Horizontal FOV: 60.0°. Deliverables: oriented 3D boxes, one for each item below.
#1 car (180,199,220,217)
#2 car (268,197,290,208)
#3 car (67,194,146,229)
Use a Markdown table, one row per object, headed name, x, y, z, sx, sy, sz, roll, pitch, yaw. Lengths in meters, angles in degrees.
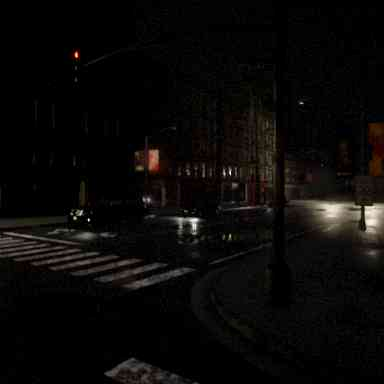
| name | x | y | z | sx | sy | sz | roll | pitch | yaw |
| --- | --- | --- | --- | --- | --- | --- | --- | --- | --- |
| car | 0.846 | 1.468 | 30.673 | 1.837 | 1.490 | 4.892 | 0 | 0 | 35 |
| car | 12.296 | 1.455 | 46.718 | 1.837 | 1.490 | 4.892 | 0 | 0 | 36 |
| car | -5.389 | 1.190 | 21.922 | 2.150 | 2.045 | 5.566 | 0 | 0 | 33 |
